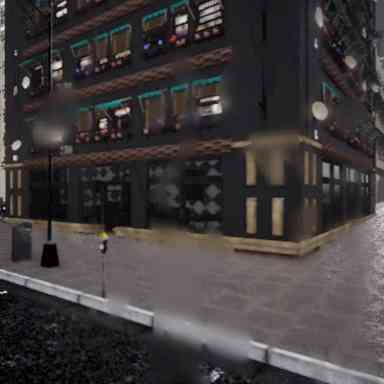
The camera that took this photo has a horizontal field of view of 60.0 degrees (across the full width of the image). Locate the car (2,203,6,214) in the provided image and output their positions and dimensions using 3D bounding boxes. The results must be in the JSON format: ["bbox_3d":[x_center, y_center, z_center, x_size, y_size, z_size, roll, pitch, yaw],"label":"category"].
[{"bbox_3d":[-12.895,1.201,26.796,1.947,1.339,4.313,1,2,35],"label":"car"}]
